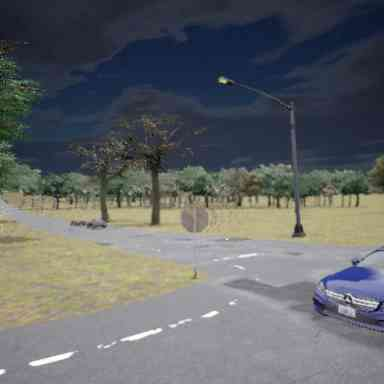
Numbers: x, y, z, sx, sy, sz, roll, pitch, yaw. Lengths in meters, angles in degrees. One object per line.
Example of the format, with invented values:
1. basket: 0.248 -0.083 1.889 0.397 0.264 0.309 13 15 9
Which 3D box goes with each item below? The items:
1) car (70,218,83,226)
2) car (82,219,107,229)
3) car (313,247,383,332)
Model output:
1. car: -19.873 5.264 58.120 1.895 1.301 4.718 0 -2 -33
2. car: -14.164 4.693 49.332 2.033 1.411 5.357 0 -3 -33
3. car: 4.493 1.844 6.779 4.674 1.442 1.812 4 -4 -33
